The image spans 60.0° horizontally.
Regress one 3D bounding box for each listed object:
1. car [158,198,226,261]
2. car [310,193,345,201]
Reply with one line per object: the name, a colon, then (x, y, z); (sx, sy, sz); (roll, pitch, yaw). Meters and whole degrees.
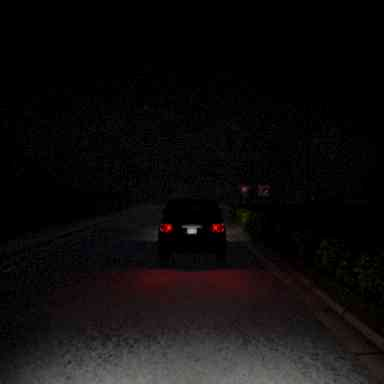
car: (0.024, 1.217, 12.369); (2.150, 2.045, 5.566); (0, 0, 0)
car: (21.821, 1.197, 53.645); (5.566, 2.045, 2.150); (0, 0, 1)
